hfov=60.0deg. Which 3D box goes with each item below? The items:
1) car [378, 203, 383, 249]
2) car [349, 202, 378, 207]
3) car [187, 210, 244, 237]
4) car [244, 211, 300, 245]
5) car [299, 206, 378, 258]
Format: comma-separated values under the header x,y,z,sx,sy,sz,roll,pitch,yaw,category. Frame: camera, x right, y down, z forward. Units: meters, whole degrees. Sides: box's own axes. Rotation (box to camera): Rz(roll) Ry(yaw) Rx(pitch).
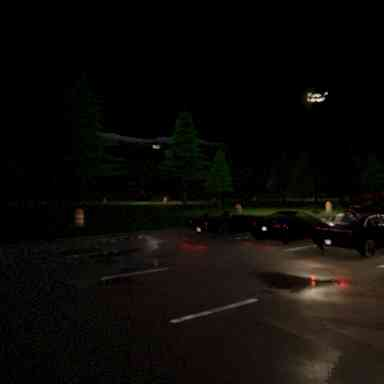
x,y,z,sx,sy,sz,roll,pitch,yaw,category
7.820,1.251,9.407,5.566,2.045,2.150,0,0,-35,car
14.679,1.571,27.582,4.892,1.490,1.837,0,0,-35,car
2.111,1.629,18.259,4.718,1.301,1.895,0,0,-38,car
4.843,1.595,15.863,4.181,1.385,1.994,0,0,-35,car
6.693,1.522,12.887,4.902,1.511,2.128,0,0,-35,car
